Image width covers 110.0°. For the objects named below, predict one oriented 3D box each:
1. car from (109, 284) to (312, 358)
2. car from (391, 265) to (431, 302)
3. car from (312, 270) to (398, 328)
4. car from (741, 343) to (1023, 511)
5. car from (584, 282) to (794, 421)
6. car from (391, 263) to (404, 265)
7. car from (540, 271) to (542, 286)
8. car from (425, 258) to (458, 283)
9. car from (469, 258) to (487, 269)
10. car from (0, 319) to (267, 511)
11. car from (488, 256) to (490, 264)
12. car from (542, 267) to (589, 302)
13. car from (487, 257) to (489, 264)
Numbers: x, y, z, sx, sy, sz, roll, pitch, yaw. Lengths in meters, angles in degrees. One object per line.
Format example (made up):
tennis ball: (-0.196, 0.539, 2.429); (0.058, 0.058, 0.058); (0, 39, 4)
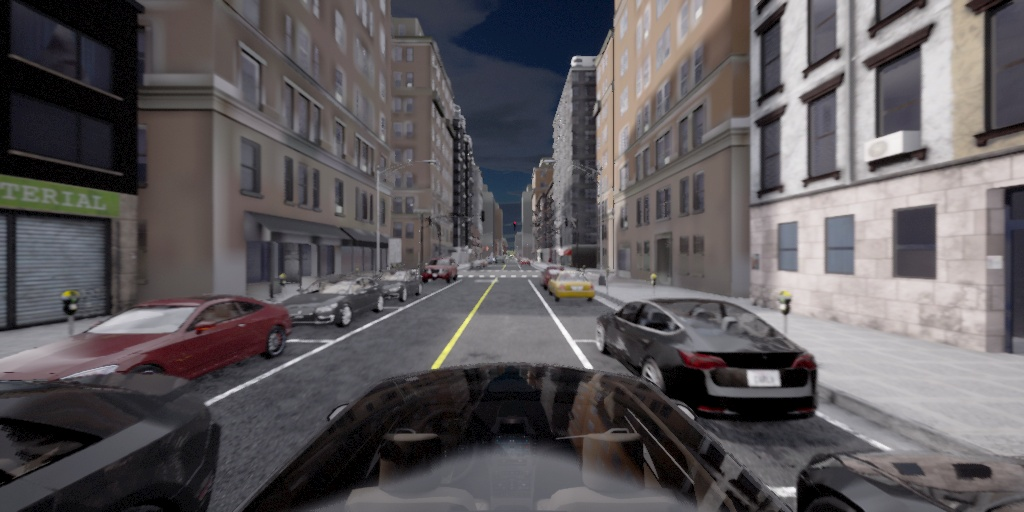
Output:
car: (-5.387, 1.329, 5.846); (1.802, 1.307, 4.207); (0, 0, 0)
car: (-5.386, 1.286, 16.673); (2.007, 1.370, 4.403); (0, 0, 0)
car: (-5.387, 1.293, 11.260); (2.007, 1.370, 4.403); (0, 0, 0)
car: (2.638, 1.317, 0.424); (1.948, 1.339, 4.313); (0, 0, 0)
car: (2.638, 1.313, 5.837); (1.948, 1.339, 4.313); (0, 0, 0)
car: (-14.499, 0.973, 39.199); (5.566, 2.045, 2.150); (2, 0, 0)
car: (2.639, 1.311, 22.076); (1.802, 1.307, 4.207); (0, 0, 0)
car: (-5.386, 1.037, 27.498); (2.192, 1.841, 5.009); (0, 0, 0)
car: (-5.384, 1.240, 53.961); (2.007, 1.370, 4.403); (0, 0, 0)
car: (-2.848, 1.256, 0.349); (1.837, 1.490, 4.892); (0, 0, 0)
car: (-5.383, 1.200, 64.699); (1.751, 1.417, 4.829); (0, 0, 0)
car: (2.639, 1.261, 16.833); (1.751, 1.417, 4.829); (0, 0, 0)
car: (-5.383, 1.228, 59.416); (1.888, 1.381, 4.507); (0, 0, 0)
